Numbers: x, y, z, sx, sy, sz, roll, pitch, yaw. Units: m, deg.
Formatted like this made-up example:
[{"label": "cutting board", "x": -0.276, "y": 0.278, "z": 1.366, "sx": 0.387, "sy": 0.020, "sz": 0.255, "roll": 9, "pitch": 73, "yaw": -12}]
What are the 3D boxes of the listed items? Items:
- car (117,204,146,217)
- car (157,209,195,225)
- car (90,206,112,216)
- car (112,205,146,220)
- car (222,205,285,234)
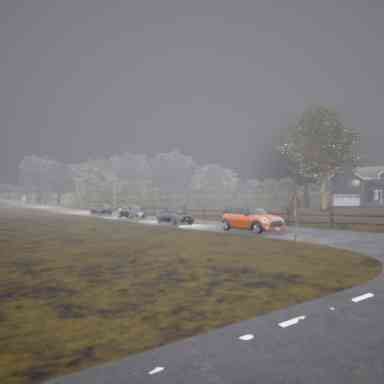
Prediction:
[{"label": "car", "x": -8.373, "y": 2.473, "z": 45.665, "sx": 1.882, "sy": 1.535, "sz": 5.008, "roll": 0, "pitch": -1, "yaw": -35}, {"label": "car", "x": -1.559, "y": 2.241, "z": 30.663, "sx": 1.994, "sy": 1.385, "sz": 4.181, "roll": 0, "pitch": -1, "yaw": -35}, {"label": "car", "x": -12.849, "y": 2.682, "z": 47.030, "sx": 1.895, "sy": 1.301, "sz": 4.718, "roll": 0, "pitch": -1, "yaw": -34}, {"label": "car", "x": -7.059, "y": 2.376, "z": 38.612, "sx": 2.128, "sy": 1.511, "sz": 4.902, "roll": 0, "pitch": -1, "yaw": -35}, {"label": "car", "x": 4.068, "y": 1.793, "z": 22.540, "sx": 2.097, "sy": 1.767, "sz": 4.553, "roll": 0, "pitch": -1, "yaw": -35}]
